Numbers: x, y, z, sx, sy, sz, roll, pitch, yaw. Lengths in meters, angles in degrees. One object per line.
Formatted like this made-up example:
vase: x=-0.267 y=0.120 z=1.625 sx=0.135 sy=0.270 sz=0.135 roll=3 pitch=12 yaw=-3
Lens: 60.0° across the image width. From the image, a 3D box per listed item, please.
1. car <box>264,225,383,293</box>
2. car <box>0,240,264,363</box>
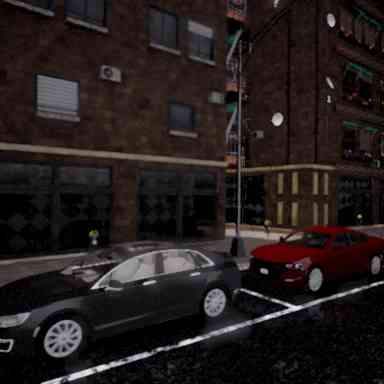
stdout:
car: x=3.517 y=1.627 z=9.073 sx=4.507 sy=1.381 sz=1.887 roll=1 pitch=0 yaw=-36
car: x=-1.070 y=1.575 z=5.797 sx=4.403 sy=1.369 sz=2.008 roll=1 pitch=0 yaw=-36
